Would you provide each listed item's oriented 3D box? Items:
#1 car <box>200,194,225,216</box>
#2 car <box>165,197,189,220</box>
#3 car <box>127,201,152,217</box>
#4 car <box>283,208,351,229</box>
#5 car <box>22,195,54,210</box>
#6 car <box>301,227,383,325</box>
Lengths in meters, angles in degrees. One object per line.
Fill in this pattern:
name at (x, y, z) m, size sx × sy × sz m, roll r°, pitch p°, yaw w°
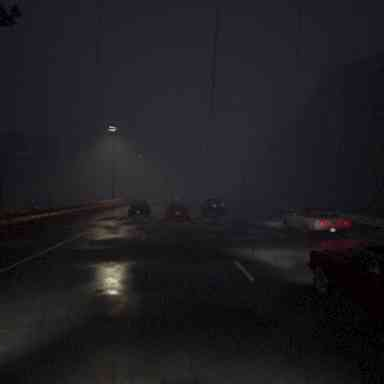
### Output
car at (1.978, 1.358, 33.327) m, size 2.097 × 1.767 × 4.553 m, roll 0°, pitch 0°, yaw -3°
car at (-1.272, 1.508, 28.455) m, size 1.882 × 1.535 × 5.008 m, roll -1°, pitch 0°, yaw -3°
car at (-4.957, 1.589, 31.862) m, size 1.812 × 1.442 × 4.674 m, roll -1°, pitch 0°, yaw -3°
car at (6.670, 1.557, 18.456) m, size 1.895 × 1.301 × 4.718 m, roll 0°, pitch 0°, yaw -5°
car at (-19.595, 1.403, 42.618) m, size 2.150 × 2.045 × 5.566 m, roll 0°, pitch 0°, yaw -2°
car at (3.755, 1.573, 5.754) m, size 1.895 × 1.301 × 4.718 m, roll 0°, pitch 0°, yaw -3°
